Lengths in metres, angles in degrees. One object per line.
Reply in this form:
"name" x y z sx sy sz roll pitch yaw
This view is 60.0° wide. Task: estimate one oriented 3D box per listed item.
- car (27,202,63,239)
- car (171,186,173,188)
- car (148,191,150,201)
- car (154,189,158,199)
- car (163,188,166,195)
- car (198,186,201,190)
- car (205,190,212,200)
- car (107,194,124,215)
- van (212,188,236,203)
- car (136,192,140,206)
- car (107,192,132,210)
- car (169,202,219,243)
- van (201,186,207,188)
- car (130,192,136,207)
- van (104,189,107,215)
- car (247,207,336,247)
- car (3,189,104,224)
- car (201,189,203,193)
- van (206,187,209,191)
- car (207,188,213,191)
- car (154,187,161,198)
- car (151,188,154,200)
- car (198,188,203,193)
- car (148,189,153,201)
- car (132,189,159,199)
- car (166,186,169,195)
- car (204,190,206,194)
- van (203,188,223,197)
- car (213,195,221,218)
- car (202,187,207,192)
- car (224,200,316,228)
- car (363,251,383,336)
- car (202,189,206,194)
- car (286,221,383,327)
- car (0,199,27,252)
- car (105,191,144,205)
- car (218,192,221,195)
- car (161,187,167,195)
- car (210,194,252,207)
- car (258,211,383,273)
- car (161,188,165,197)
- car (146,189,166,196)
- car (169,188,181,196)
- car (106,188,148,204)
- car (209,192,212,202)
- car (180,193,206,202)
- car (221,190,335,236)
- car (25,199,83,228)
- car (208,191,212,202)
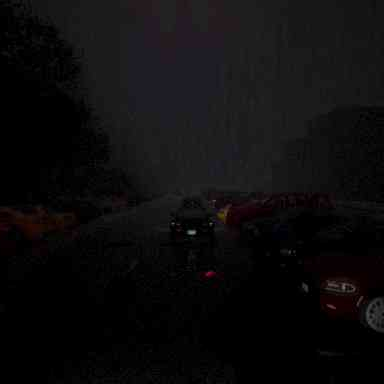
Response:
"car" -8.534 1.352 14.192 5.008 1.535 2.097 0 1 0
"car" -8.568 -0.245 89.493 5.566 2.045 2.435 0 1 0
"car" -8.542 0.875 44.946 4.674 1.452 2.002 0 1 0
"car" -8.544 0.686 53.298 5.008 1.535 2.097 0 1 0
"car" -8.545 0.376 70.007 5.008 1.535 2.097 0 1 0
"car" 4.569 0.073 72.794 5.566 2.045 2.435 0 1 0
"car" 4.726 0.881 42.186 5.366 1.575 1.946 0 1 0
"car" -8.542 1.160 28.239 4.674 1.452 2.002 0 1 0
"van" 4.424 0.848 31.051 4.442 1.987 1.878 0 1 0
"car" -8.568 1.009 36.590 4.792 1.488 2.163 0 1 0
"car" -8.545 1.073 31.023 5.008 1.535 2.097 0 1 0
"car" 0.000 1.353 14.652 1.812 1.442 4.674 0 -1 0
"van" 4.657 0.151 70.011 4.442 1.987 1.878 0 1 0
"car" -8.546 1.027 33.808 4.892 1.521 2.231 0 1 0
"van" -8.423 0.986 22.665 4.442 1.987 1.878 0 1 0
"car" 4.569 1.421 11.572 4.792 1.488 2.163 0 1 0
"car" -8.511 1.007 19.880 5.566 2.045 2.435 0 1 0
"car" 4.534 0.535 61.667 4.892 1.521 2.231 0 1 0
"van" 4.658 0.562 47.685 4.442 1.987 1.878 0 1 0
"car" 4.572 0.709 44.967 4.553 1.767 2.185 0 1 0
"car" -8.511 0.384 56.080 5.566 2.045 2.435 0 1 0
"car" -8.507 0.611 50.511 4.553 1.767 2.185 0 1 0
"car" 4.355 0.479 64.450 5.366 1.575 1.946 0 1 0
"car" -8.534 0.786 47.730 5.008 1.535 2.097 0 1 0
"car" -8.571 0.407 61.651 4.553 1.767 2.185 0 1 0
"car" -8.567 0.022 75.446 5.566 2.045 2.435 0 1 0
"car" 4.570 0.766 50.536 4.792 1.488 2.163 0 1 0
"van" 4.657 0.048 75.452 4.442 1.987 1.878 0 1 0
"car" 4.355 1.209 22.705 5.366 1.575 1.946 0 1 0
"car" 4.572 0.460 58.881 4.553 1.767 2.185 0 1 0
"car" 4.546 1.258 19.923 5.008 1.535 2.097 0 1 0
"car" 4.537 1.507 3.206 4.674 1.452 2.002 0 0 0
"car" 4.538 0.676 56.102 4.674 1.452 2.002 0 1 0
"car" 4.546 1.450 5.995 5.008 1.535 2.097 0 0 0
"car" -8.571 1.267 11.405 4.553 1.767 2.185 0 1 0
"car" -8.508 0.758 42.159 4.553 1.767 2.185 0 1 0
"car" 4.572 1.043 25.361 4.553 1.767 2.185 0 1 0
"car" -8.725 0.323 72.666 5.366 1.575 1.946 0 1 0
"car" 4.538 0.972 39.404 4.674 1.452 2.002 0 1 0
"car" 4.545 1.425 8.785 5.008 1.535 2.097 0 1 0
"car" -8.509 0.458 67.222 4.792 1.488 2.163 0 1 0
"car" -8.508 0.092 78.357 4.553 1.767 2.185 0 1 0
"car" -3.499 0.267 76.680 1.994 1.385 4.181 0 1 0
"car" -8.511 0.681 39.373 5.566 2.045 2.435 0 1 0
"car" 4.535 1.027 33.837 5.008 1.535 2.097 0 1 0
"car" 0.000 1.135 29.644 1.837 1.490 4.892 0 1 0
"car" 4.512 1.053 17.136 5.566 2.045 2.435 0 1 0
"car" -8.725 1.301 17.100 5.366 1.575 1.946 0 1 0
"car" 4.546 0.980 36.620 5.008 1.535 2.097 0 1 0
